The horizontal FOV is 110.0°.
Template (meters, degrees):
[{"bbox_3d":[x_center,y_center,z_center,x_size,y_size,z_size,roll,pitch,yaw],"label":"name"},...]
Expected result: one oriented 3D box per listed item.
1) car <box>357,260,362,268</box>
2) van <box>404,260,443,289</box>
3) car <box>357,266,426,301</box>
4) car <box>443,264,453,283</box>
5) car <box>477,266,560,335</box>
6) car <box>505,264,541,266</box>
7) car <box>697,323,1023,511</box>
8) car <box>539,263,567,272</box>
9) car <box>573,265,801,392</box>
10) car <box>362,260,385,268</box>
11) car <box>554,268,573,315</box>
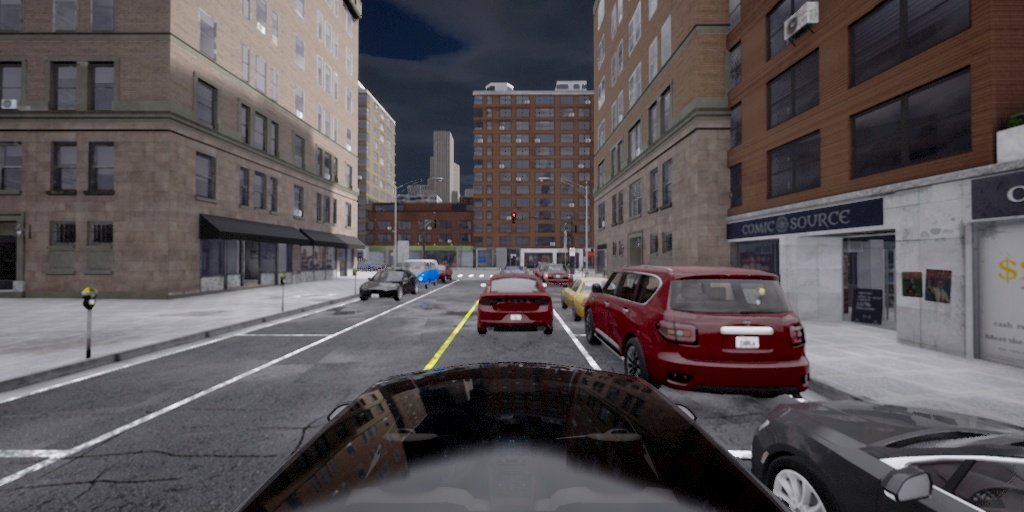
[{"bbox_3d":[-20.327,0.959,41.359,4.553,1.767,2.097,0,-1,0],"label":"car"},{"bbox_3d":[-5.832,1.115,22.933,1.690,1.789,3.998,0,0,0],"label":"van"},{"bbox_3d":[-5.838,1.332,17.450,1.948,1.339,4.313,0,0,0],"label":"car"},{"bbox_3d":[-5.825,1.327,28.415,1.888,1.381,4.507,0,0,0],"label":"car"},{"bbox_3d":[0.061,1.235,10.564,1.882,1.535,5.008,0,0,-1],"label":"car"},{"bbox_3d":[0.118,1.259,18.288,2.128,1.511,4.902,0,0,0],"label":"car"},{"bbox_3d":[2.668,1.300,0.992,2.007,1.370,4.403,0,0,0],"label":"car"},{"bbox_3d":[2.694,1.214,22.921,1.967,1.591,4.097,0,0,0],"label":"car"},{"bbox_3d":[2.675,1.068,6.473,2.192,1.841,5.009,0,0,0],"label":"car"},{"bbox_3d":[-18.526,1.203,44.592,5.357,1.411,2.033,0,-1,0],"label":"car"},{"bbox_3d":[2.681,1.284,12.126,1.751,1.417,4.829,0,0,0],"label":"car"}]
